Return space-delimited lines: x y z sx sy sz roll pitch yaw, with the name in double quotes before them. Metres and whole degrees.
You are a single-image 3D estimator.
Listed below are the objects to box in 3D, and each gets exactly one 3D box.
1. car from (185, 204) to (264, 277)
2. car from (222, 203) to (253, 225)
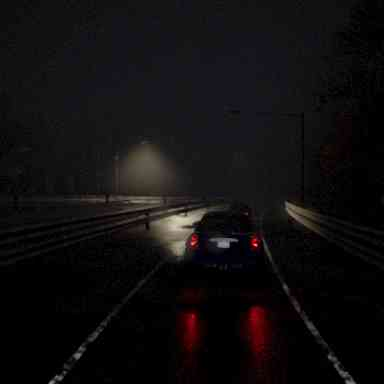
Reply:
"car" 1.076 1.379 10.594 2.097 1.767 4.553 0 0 7
"car" 3.690 1.617 25.975 2.033 1.411 5.357 0 0 12
